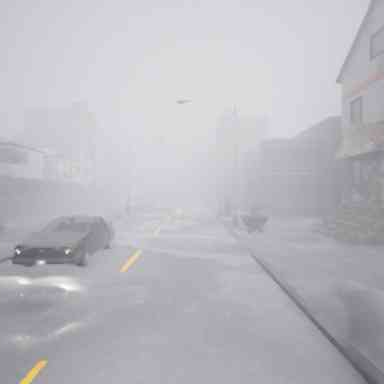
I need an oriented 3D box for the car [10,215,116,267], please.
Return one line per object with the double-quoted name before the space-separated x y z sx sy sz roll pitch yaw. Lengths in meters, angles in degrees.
"car" -4.079 1.525 11.658 2.033 1.411 5.357 0 0 0
